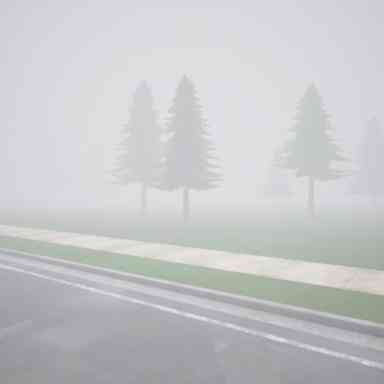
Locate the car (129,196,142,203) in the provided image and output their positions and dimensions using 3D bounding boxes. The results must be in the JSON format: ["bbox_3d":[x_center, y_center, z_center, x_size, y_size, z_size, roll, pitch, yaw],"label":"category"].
[{"bbox_3d":[-10.239,1.565,69.407,1.895,1.301,4.718,0,0,36],"label":"car"}]

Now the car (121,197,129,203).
[{"bbox_3d":[-13.077,1.565,71.456,1.895,1.301,4.718,0,0,36],"label":"car"}]

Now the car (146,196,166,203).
[{"bbox_3d":[-7.304,1.562,67.522,1.837,1.490,4.892,0,0,36],"label":"car"}]

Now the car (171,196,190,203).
[{"bbox_3d":[-2.378,1.511,68.337,1.882,1.535,5.008,0,0,36],"label":"car"}]
